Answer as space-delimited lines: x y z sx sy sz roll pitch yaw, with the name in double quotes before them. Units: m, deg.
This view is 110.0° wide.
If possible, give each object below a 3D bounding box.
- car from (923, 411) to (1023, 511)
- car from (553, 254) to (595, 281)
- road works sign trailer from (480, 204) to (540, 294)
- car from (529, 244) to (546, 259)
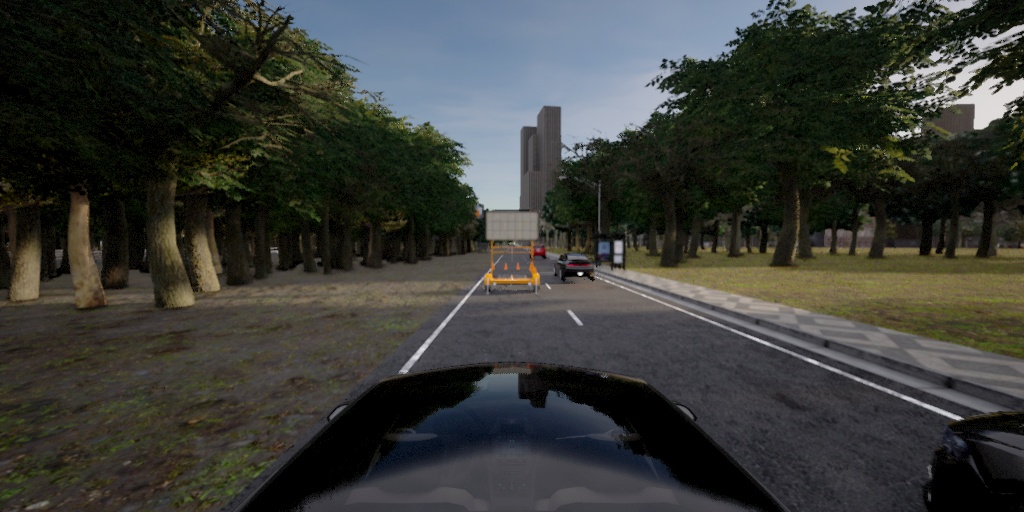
"car" 3.600 1.291 0.247 2.128 1.511 4.902 0 2 0
"car" 3.608 0.594 21.324 1.837 1.490 4.892 0 2 0
"road works sign trailer" 0.006 -0.271 16.075 2.380 3.560 2.880 0 0 0
"car" 3.622 -0.689 51.667 2.150 2.045 5.566 0 1 0
